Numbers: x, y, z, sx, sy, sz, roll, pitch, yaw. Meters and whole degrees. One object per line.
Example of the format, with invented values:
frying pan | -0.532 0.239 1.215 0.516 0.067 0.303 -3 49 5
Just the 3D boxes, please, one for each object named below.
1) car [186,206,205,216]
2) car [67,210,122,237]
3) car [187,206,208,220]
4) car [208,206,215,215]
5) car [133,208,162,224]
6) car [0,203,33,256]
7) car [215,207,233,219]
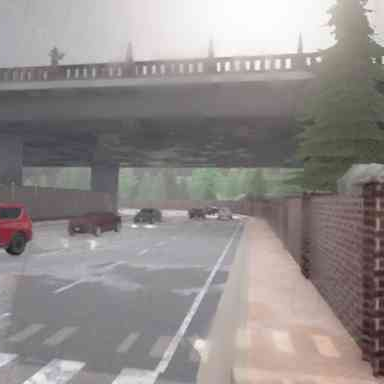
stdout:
car | 0.486 2.987 52.924 1.812 1.442 4.674 2 -2 -13
car | -6.282 1.979 21.963 1.882 1.535 5.008 1 -2 10
car | 0.735 2.709 42.925 1.837 1.490 4.892 1 -2 5
car | 3.211 3.116 55.588 1.812 1.442 4.674 2 -2 -14
car | -4.323 2.337 33.099 1.837 1.490 4.892 1 -1 10
car | -8.105 1.416 11.797 2.150 2.045 5.566 1 -2 10
car | 4.351 2.847 44.389 1.812 1.442 4.674 1 -1 3
